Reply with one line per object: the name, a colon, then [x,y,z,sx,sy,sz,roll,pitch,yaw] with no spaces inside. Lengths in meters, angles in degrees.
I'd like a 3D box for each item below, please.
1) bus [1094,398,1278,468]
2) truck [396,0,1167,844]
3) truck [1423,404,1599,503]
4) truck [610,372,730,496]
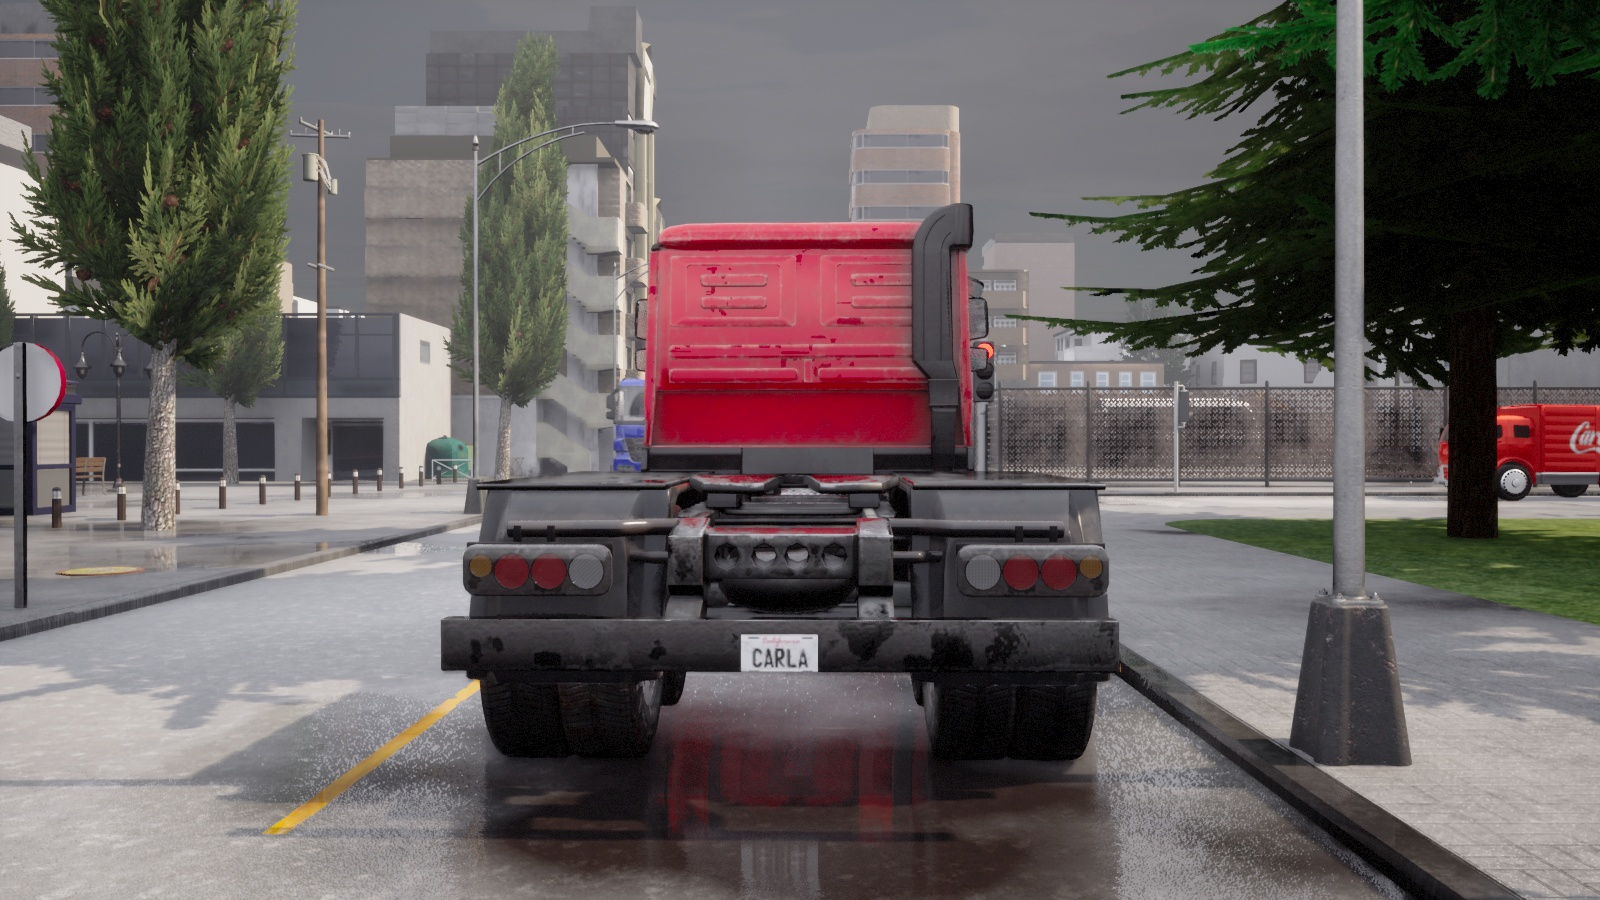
bus: [23.857,-1.052,78.208,10.273,4.253,3.944,0,0,2]
truck: [0.020,-0.284,8.679,2.891,3.462,7.936,0,0,1]
truck: [19.584,0.096,32.894,5.204,2.467,2.627,0,0,0]
truck: [-3.843,-0.459,39.062,2.891,3.462,7.936,0,0,0]
